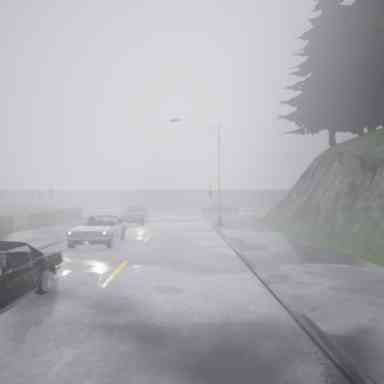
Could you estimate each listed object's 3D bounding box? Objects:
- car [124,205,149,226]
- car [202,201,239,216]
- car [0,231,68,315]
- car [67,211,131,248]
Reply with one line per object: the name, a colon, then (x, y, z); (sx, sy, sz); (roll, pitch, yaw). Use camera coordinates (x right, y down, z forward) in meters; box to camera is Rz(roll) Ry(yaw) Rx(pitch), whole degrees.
car: (-4.565, 1.857, 26.686); (1.837, 1.490, 4.892); (0, -1, -1)
car: (3.460, 1.867, 40.046); (4.553, 1.767, 2.097); (1, -1, -35)
car: (-4.206, 1.689, 6.325); (1.895, 1.301, 4.718); (0, -1, -1)
car: (-4.393, 1.813, 15.950); (1.895, 1.301, 4.718); (0, -1, -1)
